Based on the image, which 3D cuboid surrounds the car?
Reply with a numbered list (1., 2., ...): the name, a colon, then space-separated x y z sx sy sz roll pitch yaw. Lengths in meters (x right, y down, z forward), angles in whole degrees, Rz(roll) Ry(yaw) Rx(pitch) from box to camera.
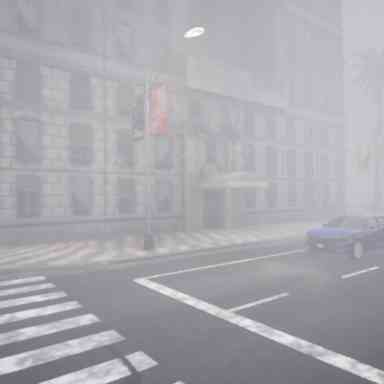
1. car: 6.541 1.635 13.332 5.008 1.535 1.882 0 -1 -37
